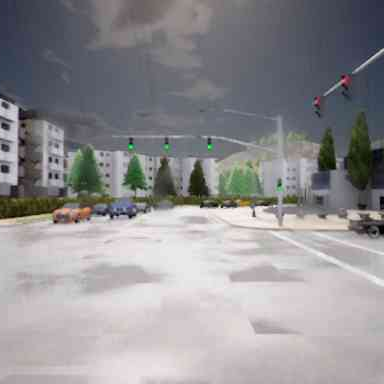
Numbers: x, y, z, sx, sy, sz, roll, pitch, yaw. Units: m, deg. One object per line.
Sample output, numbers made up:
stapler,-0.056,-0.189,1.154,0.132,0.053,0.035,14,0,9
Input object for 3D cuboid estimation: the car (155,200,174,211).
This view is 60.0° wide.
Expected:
car,-4.620,2.311,53.935,1.895,1.301,4.718,0,-1,19

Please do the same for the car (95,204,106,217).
car,-10.495,2.058,38.802,2.033,1.411,5.357,0,-1,0

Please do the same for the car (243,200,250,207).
car,10.382,2.414,71.098,5.008,1.535,1.882,1,-1,-39

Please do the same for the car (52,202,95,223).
car,-10.500,1.738,29.334,2.097,1.767,4.553,0,-1,1

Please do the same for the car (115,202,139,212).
car,-9.498,2.171,49.035,1.812,1.442,4.674,0,-1,11

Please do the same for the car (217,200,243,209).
car,7.006,2.316,61.497,1.837,1.490,4.892,-1,-1,33

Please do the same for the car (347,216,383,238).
car,11.326,1.848,18.609,4.718,1.301,1.895,0,-1,3

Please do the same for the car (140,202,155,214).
car,-6.653,2.107,44.126,1.812,1.442,4.674,0,-1,5

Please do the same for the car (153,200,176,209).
car,-5.072,2.307,61.941,2.128,1.511,4.902,0,-1,27

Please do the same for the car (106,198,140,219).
car,-7.067,1.678,34.628,2.150,2.045,5.566,0,-1,-2

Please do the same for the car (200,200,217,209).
car,3.358,2.298,62.281,1.882,1.535,5.008,0,-1,32

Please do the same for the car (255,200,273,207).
car,15.045,2.453,70.427,4.902,1.511,2.128,1,-1,-36
